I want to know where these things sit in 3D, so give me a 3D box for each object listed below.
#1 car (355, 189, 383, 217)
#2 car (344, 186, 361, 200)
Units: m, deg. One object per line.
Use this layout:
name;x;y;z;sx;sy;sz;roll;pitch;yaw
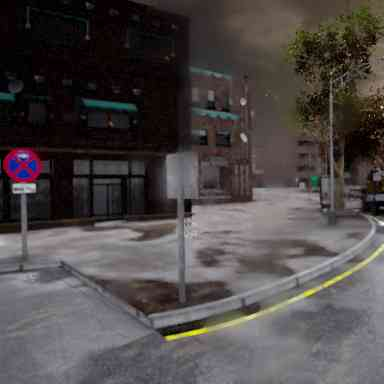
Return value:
car;12.879;0.790;22.506;2.033;1.411;5.357;-1;2;15
car;17.521;0.034;37.422;2.128;1.511;4.902;-1;3;-2
